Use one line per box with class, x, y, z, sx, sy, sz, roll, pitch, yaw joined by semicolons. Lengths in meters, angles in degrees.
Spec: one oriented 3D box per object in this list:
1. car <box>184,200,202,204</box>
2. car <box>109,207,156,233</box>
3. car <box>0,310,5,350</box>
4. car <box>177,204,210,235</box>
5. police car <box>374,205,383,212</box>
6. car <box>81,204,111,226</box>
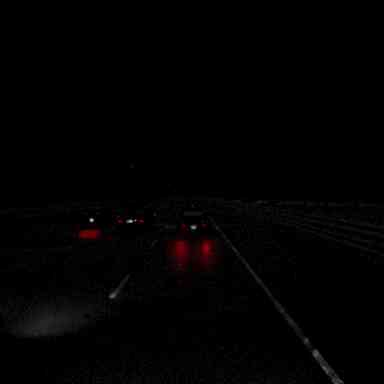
car;0.086;1.689;40.061;2.097;1.767;4.553;0;-1;0
car;-3.409;1.714;21.033;2.033;1.411;5.357;0;0;0
car;-3.401;1.524;2.464;1.837;1.490;4.892;0;0;0
car;0.091;1.680;19.623;1.812;1.442;4.674;0;0;0
police car;28.523;2.024;47.192;1.930;1.638;5.238;0;-1;-26
car;-6.913;1.706;25.350;1.837;1.490;4.892;0;-1;0
